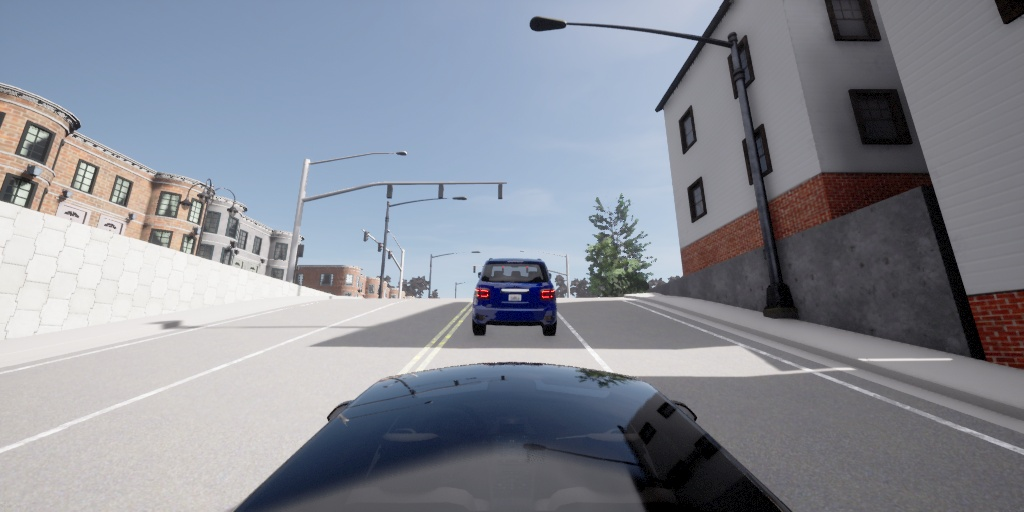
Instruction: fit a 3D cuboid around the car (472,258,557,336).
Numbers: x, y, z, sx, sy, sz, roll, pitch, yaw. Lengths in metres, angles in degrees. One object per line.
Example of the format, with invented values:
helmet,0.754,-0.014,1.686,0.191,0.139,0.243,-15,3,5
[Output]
car,0.078,1.097,11.026,2.150,2.045,5.566,1,-1,0
